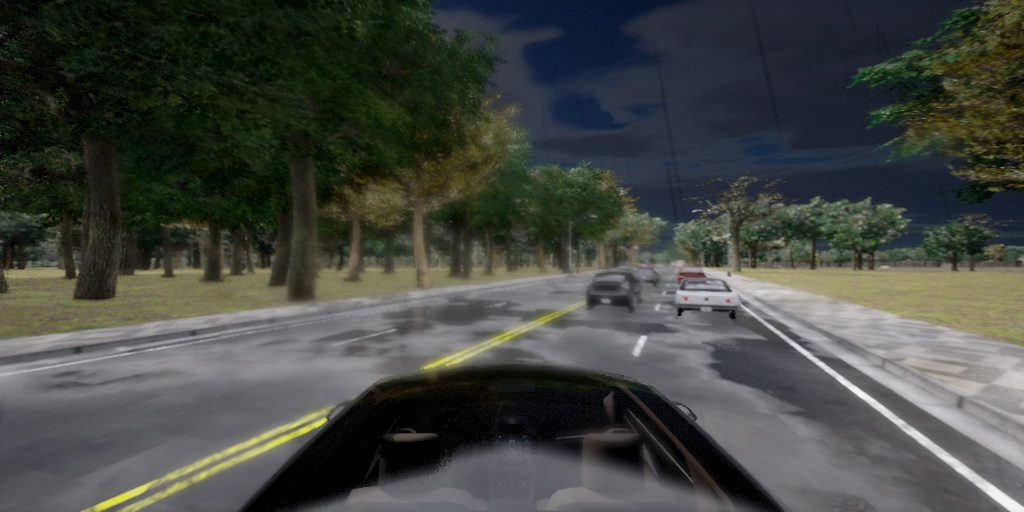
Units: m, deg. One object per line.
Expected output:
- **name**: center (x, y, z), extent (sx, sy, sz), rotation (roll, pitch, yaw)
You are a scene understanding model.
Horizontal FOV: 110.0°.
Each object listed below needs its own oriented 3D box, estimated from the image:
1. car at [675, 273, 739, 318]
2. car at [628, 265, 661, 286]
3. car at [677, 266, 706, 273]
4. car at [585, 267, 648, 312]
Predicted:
- **car**: center (7.330, 1.489, 13.776), extent (1.895, 1.301, 4.718), rotation (0, -1, 25)
- **car**: center (10.851, 1.640, 28.979), extent (1.994, 1.385, 4.181), rotation (0, -1, 26)
- **car**: center (14.117, 1.543, 28.272), extent (1.882, 1.535, 5.008), rotation (0, -1, 26)
- **car**: center (4.492, 1.416, 15.374), extent (1.837, 1.490, 4.892), rotation (0, 0, 26)
